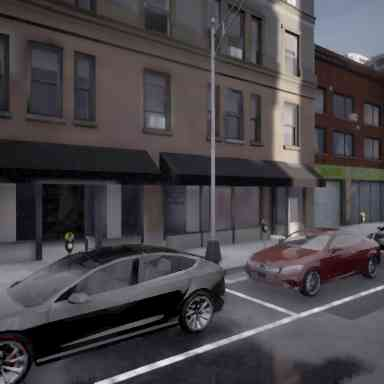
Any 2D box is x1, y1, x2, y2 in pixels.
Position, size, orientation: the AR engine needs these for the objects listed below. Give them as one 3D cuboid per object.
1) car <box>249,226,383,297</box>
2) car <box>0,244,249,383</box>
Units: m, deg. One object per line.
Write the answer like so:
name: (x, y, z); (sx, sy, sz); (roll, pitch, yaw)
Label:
car: (3.225, 1.580, 8.489); (4.206, 1.307, 1.802); (0, 0, -35)
car: (-1.401, 1.564, 5.189); (4.313, 1.339, 1.947); (0, 0, -35)
